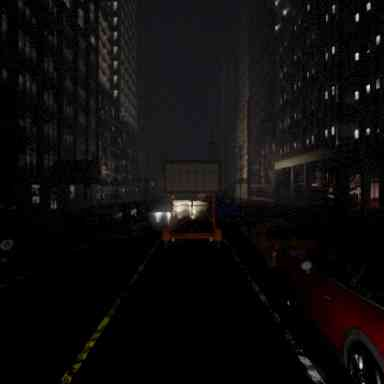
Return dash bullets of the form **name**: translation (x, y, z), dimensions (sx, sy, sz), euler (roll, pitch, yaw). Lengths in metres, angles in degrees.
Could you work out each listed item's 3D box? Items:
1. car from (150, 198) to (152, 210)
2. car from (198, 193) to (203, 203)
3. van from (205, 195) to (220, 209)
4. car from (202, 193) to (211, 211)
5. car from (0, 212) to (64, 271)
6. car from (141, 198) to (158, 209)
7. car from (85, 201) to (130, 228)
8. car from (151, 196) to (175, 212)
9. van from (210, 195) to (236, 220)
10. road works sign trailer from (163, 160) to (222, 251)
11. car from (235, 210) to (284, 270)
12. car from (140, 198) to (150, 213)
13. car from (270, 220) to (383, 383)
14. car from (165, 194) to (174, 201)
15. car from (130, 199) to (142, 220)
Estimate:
- **car**: translation (-5.691, 1.505, 39.037), dimensions (2.008, 1.369, 4.403), euler (-1, 0, 0)
- **car**: translation (2.696, 1.471, 67.453), dimensions (2.008, 1.369, 4.403), euler (-1, 0, 0)
- **van**: translation (2.689, 1.289, 44.718), dimensions (1.690, 1.788, 3.998), euler (-1, 0, 0)
- **car**: translation (2.688, 1.269, 39.034), dimensions (2.192, 1.841, 5.009), euler (-1, 0, 0)
- **car**: translation (-5.697, 1.428, 10.619), dimensions (1.967, 1.590, 4.097), euler (-1, 0, 0)
- **car**: translation (-5.689, 1.530, 44.720), dimensions (1.802, 1.307, 4.206), euler (-1, 0, 0)
- **car**: translation (-5.694, 1.525, 21.985), dimensions (2.008, 1.369, 4.403), euler (-1, 0, 0)
- **car**: translation (-3.087, 1.520, 37.759), dimensions (1.994, 1.385, 4.181), euler (0, 0, 0)
- **van**: translation (2.686, 1.308, 27.667), dimensions (1.690, 1.788, 3.998), euler (-1, 0, 0)
- **road works sign trailer**: translation (0.007, 0.448, 14.019), dimensions (2.380, 3.560, 2.880), euler (0, 0, 0)
- **car**: translation (2.684, 1.512, 10.786), dimensions (1.752, 1.417, 4.829), euler (-1, 0, 0)
- **car**: translation (-5.692, 1.506, 33.353), dimensions (1.887, 1.381, 4.507), euler (-1, 0, 0)
- **car**: translation (2.682, 1.434, 4.933), dimensions (1.967, 1.590, 4.097), euler (-1, 0, 0)
- **car**: translation (-5.682, 1.340, 84.505), dimensions (1.967, 1.590, 4.097), euler (-1, 0, 0)
- **car**: translation (-5.693, 1.534, 27.669), dimensions (1.947, 1.339, 4.313), euler (-1, 0, 0)
